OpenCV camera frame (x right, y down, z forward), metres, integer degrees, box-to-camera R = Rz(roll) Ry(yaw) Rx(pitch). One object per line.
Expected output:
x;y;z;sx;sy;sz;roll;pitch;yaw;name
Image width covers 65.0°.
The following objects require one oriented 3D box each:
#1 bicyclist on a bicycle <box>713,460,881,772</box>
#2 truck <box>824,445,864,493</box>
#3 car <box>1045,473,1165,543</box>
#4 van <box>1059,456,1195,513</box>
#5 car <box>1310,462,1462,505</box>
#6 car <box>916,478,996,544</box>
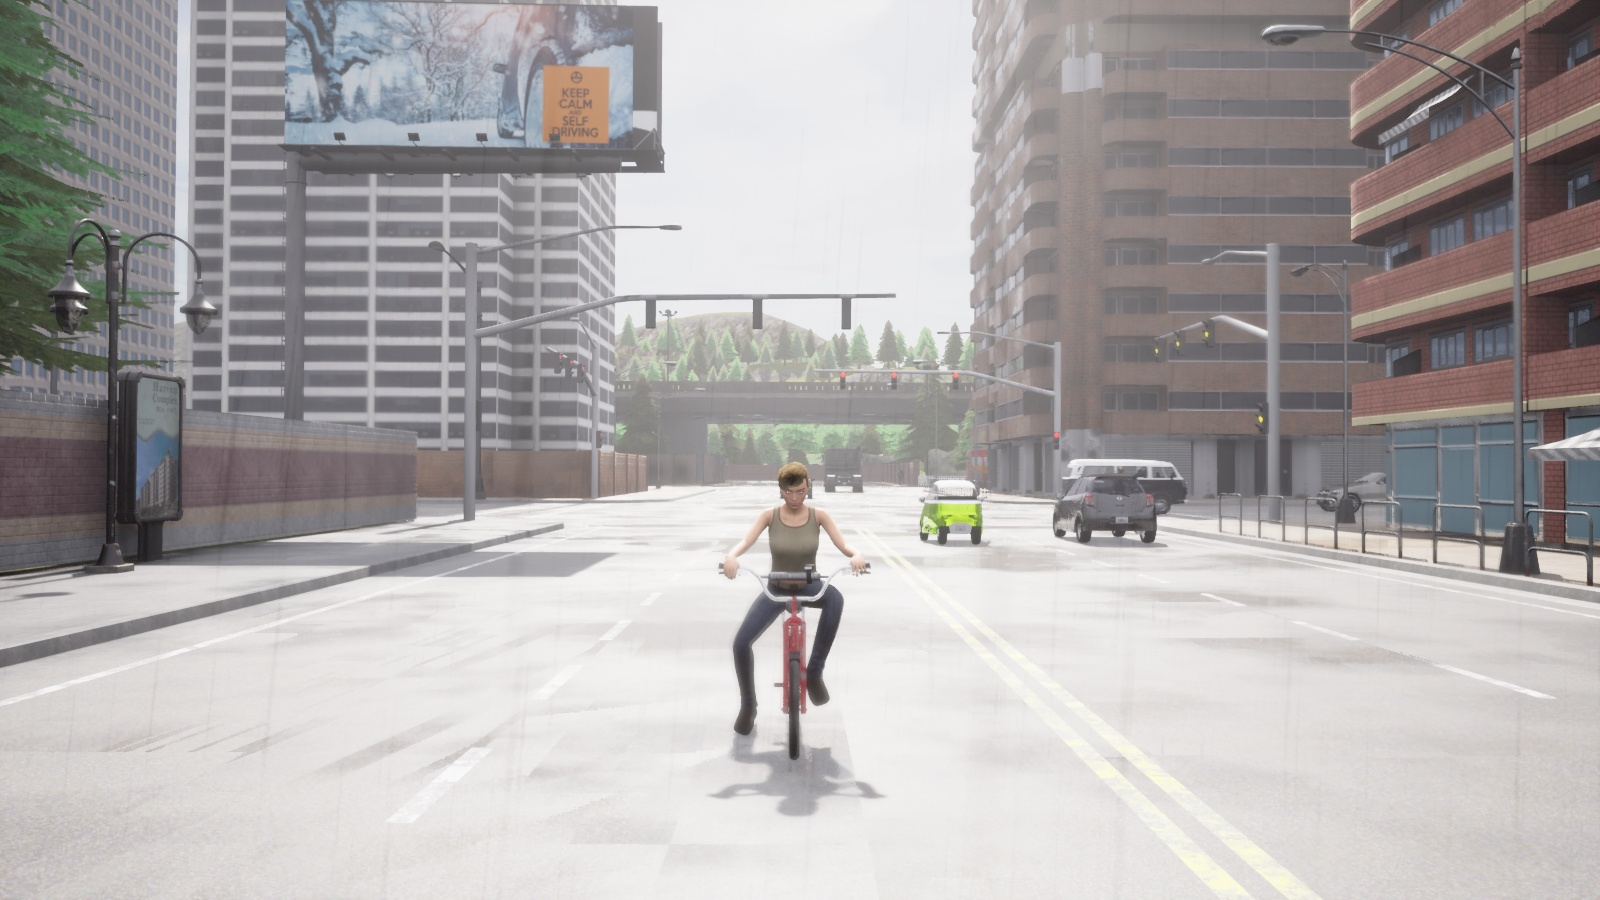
-0.027;0.873;7.275;0.866;1.612;1.509;0;-1;-1;bicyclist on a bicycle
3.288;1.420;95.465;2.891;3.462;7.936;0;-1;1;truck
6.923;1.284;28.835;1.845;1.501;3.633;0;-1;0;car
12.061;1.268;46.470;4.480;2.038;2.069;0;-1;0;van
23.241;1.337;49.939;5.027;1.651;2.152;0;-1;0;car
3.426;1.322;27.811;1.481;1.376;2.207;0;-1;0;car
